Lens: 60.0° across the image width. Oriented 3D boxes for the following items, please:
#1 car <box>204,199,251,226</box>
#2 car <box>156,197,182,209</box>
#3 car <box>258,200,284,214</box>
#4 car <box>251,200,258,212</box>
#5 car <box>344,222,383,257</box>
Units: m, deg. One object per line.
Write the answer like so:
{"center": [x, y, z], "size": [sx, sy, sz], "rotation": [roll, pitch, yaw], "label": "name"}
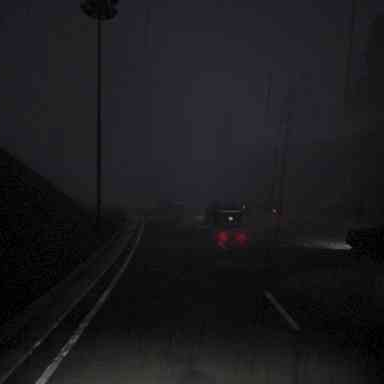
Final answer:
{"center": [2.033, 1.378, 22.488], "size": [2.128, 1.511, 4.902], "rotation": [0, 0, -7], "label": "car"}
{"center": [-2.882, 1.316, 41.121], "size": [2.033, 1.411, 5.357], "rotation": [0, 0, -23], "label": "car"}
{"center": [7.133, 1.449, 33.085], "size": [1.895, 1.301, 4.718], "rotation": [0, 0, -14], "label": "car"}
{"center": [3.939, 1.392, 31.665], "size": [2.033, 1.411, 5.357], "rotation": [0, 0, -14], "label": "car"}
{"center": [6.797, 1.517, 10.082], "size": [2.033, 1.411, 5.357], "rotation": [0, 0, -3], "label": "car"}
